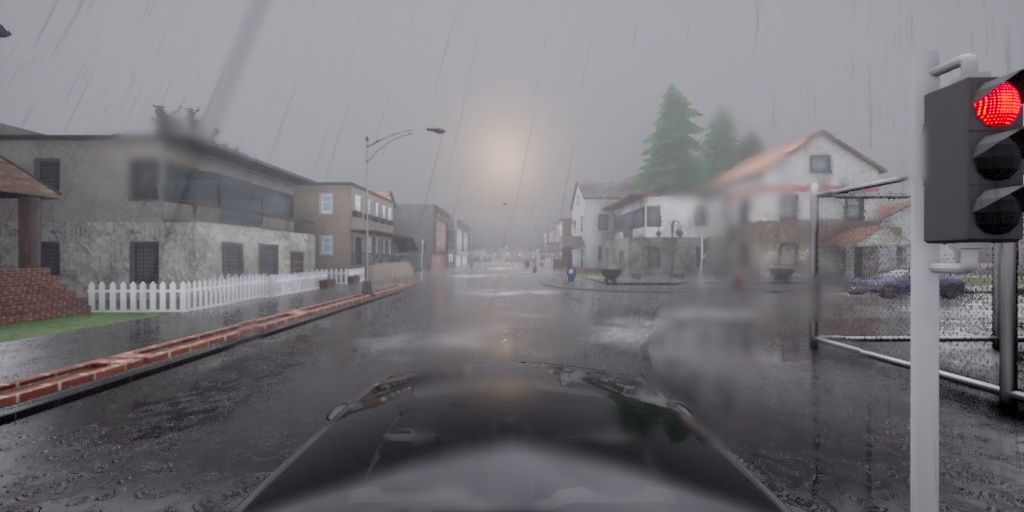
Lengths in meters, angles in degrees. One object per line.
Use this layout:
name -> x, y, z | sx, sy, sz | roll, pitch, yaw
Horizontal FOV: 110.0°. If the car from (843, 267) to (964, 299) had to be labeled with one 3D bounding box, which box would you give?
car -> 18.759, 1.261, 17.250 | 4.674, 1.442, 1.812 | -1, 0, -1
